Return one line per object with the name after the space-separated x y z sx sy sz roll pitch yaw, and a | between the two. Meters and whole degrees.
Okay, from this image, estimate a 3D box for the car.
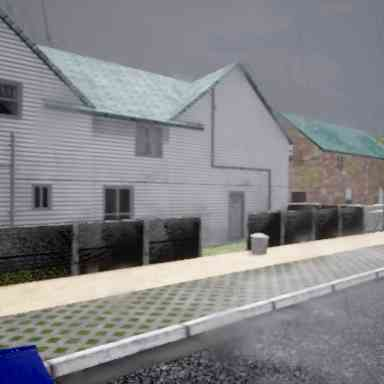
-2.832 1.603 1.053 4.718 1.301 1.895 0 0 -35 | car
